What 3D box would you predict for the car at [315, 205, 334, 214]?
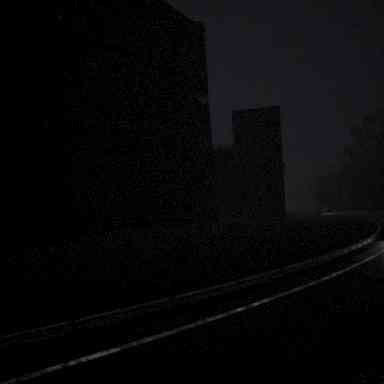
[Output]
[{"bbox_3d":[23.484,2.968,59.035,1.882,1.535,5.008,-4,-3,2],"label":"car"}]
